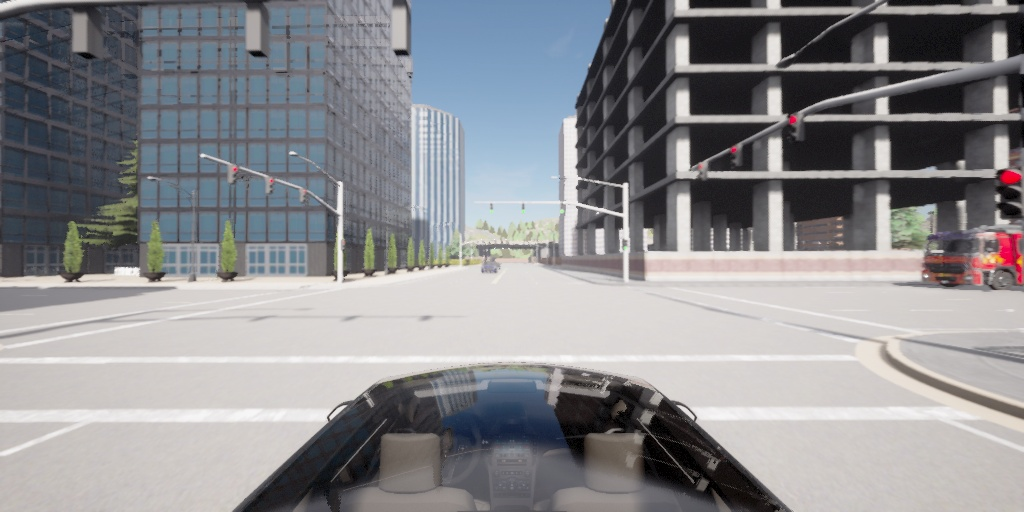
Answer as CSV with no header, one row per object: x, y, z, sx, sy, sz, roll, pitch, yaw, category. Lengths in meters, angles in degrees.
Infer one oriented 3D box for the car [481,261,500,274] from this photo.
-3.150,1.548,50.254,2.097,1.767,4.553,0,-1,1,car

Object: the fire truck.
30.607,0.109,21.835,8.468,3.827,2.891,0,-1,0,fire truck
